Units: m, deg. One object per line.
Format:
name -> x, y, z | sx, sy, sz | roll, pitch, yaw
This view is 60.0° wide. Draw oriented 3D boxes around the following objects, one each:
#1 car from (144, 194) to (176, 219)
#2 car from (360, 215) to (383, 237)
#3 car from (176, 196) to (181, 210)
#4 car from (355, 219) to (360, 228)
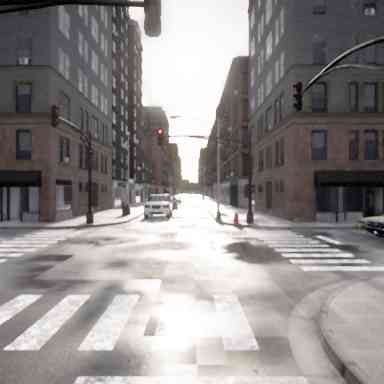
car -> -2.900, 1.190, 29.591 | 2.150, 2.045, 5.566 | 0, 0, 0
car -> 10.924, 1.604, 15.786 | 4.718, 1.301, 1.895 | 0, 0, 1
car -> -2.911, 1.303, 42.768 | 2.097, 1.767, 4.553 | 0, 0, 0
car -> 11.602, 1.538, 18.299 | 4.829, 1.417, 1.752 | 0, 0, 0
